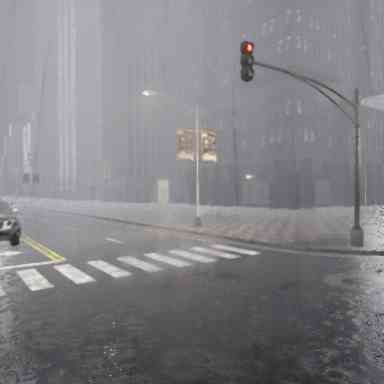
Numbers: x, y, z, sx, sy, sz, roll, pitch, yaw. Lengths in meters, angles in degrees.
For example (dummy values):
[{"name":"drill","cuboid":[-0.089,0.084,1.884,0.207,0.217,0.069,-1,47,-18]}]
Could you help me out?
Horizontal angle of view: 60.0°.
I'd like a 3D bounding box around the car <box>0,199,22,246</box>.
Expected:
[{"name":"car","cuboid":[-9.540,1.350,15.401,2.150,2.045,5.566,-1,0,-37]}]
